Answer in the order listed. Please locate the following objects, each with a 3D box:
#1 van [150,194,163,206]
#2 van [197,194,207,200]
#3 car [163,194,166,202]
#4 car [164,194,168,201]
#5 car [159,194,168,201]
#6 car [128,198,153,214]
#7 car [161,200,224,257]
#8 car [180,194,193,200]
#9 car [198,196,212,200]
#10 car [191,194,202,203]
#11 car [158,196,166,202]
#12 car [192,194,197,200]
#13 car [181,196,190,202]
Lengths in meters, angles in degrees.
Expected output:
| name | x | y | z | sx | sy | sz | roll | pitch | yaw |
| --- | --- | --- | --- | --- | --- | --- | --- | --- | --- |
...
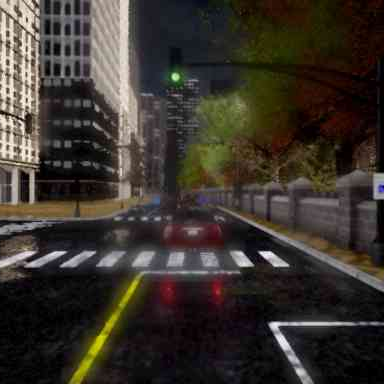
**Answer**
| name | x | y | z | sx | sy | sz | roll | pitch | yaw |
| --- | --- | --- | --- | --- | --- | --- | --- | --- | --- |
| van | -6.364 | 1.398 | 57.482 | 1.690 | 1.788 | 3.998 | 0 | 0 | -2 |
| van | 1.964 | 1.390 | 46.738 | 1.690 | 1.788 | 3.998 | 0 | 0 | -1 |
| car | -6.542 | 1.605 | 63.026 | 1.887 | 1.381 | 4.507 | 0 | 0 | -2 |
| car | -6.945 | 1.610 | 74.114 | 1.887 | 1.381 | 4.507 | 0 | 0 | -2 |
| car | -7.673 | 1.385 | 90.743 | 2.192 | 1.841 | 5.009 | 0 | 0 | -3 |
| car | -5.666 | 1.591 | 35.308 | 2.008 | 1.369 | 4.403 | 0 | 0 | -1 |
| car | 0.026 | 1.364 | 13.075 | 2.097 | 1.767 | 4.553 | 0 | 0 | 0 |
| car | -1.168 | 1.565 | 65.688 | 1.837 | 1.490 | 4.892 | 0 | 0 | -2 |
| car | 2.091 | 1.570 | 41.365 | 1.752 | 1.417 | 4.829 | 0 | 0 | -1 |
| car | 1.073 | 1.379 | 74.454 | 2.192 | 1.841 | 5.009 | 0 | 0 | -2 |
| car | -7.173 | 1.649 | 79.659 | 1.802 | 1.307 | 4.206 | 0 | 0 | -2 |
| car | 1.471 | 1.585 | 63.534 | 1.752 | 1.417 | 4.829 | 0 | 0 | -2 |
| car | -1.561 | 1.493 | 76.142 | 1.895 | 1.301 | 4.718 | 0 | 0 | -2 |
